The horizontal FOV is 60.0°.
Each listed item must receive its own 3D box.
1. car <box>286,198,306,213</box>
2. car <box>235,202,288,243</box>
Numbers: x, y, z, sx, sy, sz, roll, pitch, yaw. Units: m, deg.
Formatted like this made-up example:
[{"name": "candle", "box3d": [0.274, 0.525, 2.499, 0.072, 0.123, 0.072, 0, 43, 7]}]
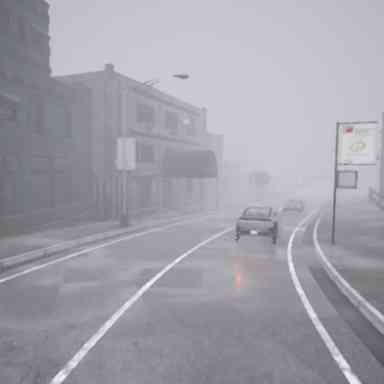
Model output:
[{"name": "car", "box3d": [10.545, 1.357, 34.109, 2.033, 1.411, 5.357, 2, 2, 23]}, {"name": "car", "box3d": [3.332, 1.462, 16.172, 2.128, 1.511, 4.902, 2, 1, 18]}]
